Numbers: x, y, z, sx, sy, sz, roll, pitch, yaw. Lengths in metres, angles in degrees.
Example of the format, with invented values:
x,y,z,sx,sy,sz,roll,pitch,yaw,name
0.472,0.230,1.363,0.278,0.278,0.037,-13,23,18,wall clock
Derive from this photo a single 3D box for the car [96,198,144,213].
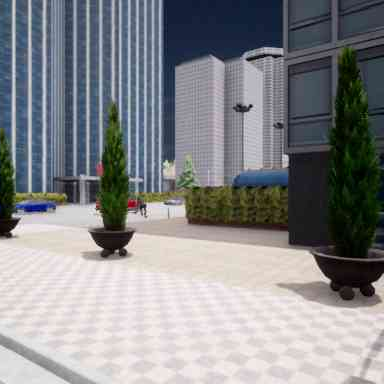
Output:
x,y,z,sx,sy,sz,roll,pitch,yaw,name
-7.385,1.216,34.767,2.150,2.045,5.566,0,0,35,car

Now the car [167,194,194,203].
x,y,z,sx,sy,sz,roll,pitch,yaw,name
-2.006,1.147,60.862,2.033,1.411,5.357,0,0,35,car

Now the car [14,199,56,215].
x,y,z,sx,sy,sz,roll,pitch,yaw,name
-16.543,1.470,34.210,1.882,1.535,5.008,0,0,35,car

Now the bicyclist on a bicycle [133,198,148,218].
x,y,z,sx,sy,sz,roll,pitch,yaw,name
-4.129,1.297,26.687,1.656,1.620,0.582,0,0,35,bicyclist on a bicycle

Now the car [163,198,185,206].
x,y,z,sx,sy,sz,roll,pitch,yaw,name
-2.593,1.594,54.023,1.895,1.301,4.718,0,0,36,car
